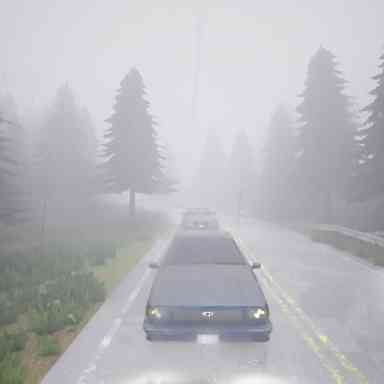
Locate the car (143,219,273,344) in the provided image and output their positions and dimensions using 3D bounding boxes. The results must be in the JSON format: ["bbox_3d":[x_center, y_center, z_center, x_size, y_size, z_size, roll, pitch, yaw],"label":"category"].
[{"bbox_3d":[0.250,1.557,7.054,2.033,1.411,5.357,0,0,1],"label":"car"}]

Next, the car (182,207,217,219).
[{"bbox_3d":[0.401,1.584,19.139,1.994,1.385,4.181,0,0,-2],"label":"car"}]
